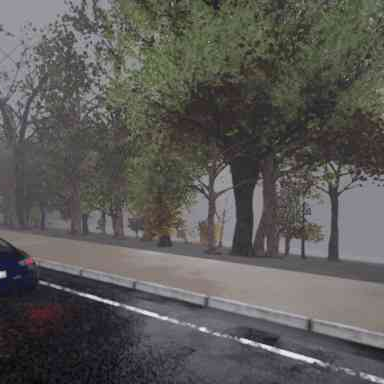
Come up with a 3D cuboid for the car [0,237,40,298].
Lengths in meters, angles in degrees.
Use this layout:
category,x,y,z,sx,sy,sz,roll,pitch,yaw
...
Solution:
category,x,y,z,sx,sy,sz,roll,pitch,yaw
car,-5.294,1.547,7.463,4.181,1.385,1.994,0,0,36
